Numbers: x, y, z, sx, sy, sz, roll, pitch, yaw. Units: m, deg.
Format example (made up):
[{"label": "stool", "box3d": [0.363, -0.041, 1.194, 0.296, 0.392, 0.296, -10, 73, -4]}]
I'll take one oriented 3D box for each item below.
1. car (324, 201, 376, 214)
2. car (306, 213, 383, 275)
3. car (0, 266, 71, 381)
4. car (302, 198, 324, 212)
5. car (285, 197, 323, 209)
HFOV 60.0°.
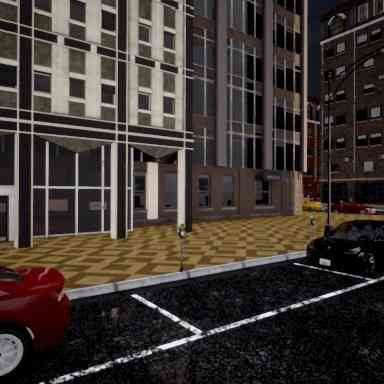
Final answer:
[{"label": "car", "box3d": [15.485, 1.541, 32.154, 1.802, 1.307, 4.206, 1, 0, -36]}, {"label": "car", "box3d": [5.451, 1.570, 10.472, 4.313, 1.339, 1.947, 0, 0, -36]}, {"label": "car", "box3d": [-3.797, 1.544, 3.845, 4.507, 1.381, 1.887, 0, 0, -36]}, {"label": "car", "box3d": [12.275, 1.474, 36.611, 1.752, 1.417, 4.829, 1, 0, -36]}, {"label": "car", "box3d": [15.565, 1.508, 46.381, 1.752, 1.417, 4.829, 0, 0, -36]}]
